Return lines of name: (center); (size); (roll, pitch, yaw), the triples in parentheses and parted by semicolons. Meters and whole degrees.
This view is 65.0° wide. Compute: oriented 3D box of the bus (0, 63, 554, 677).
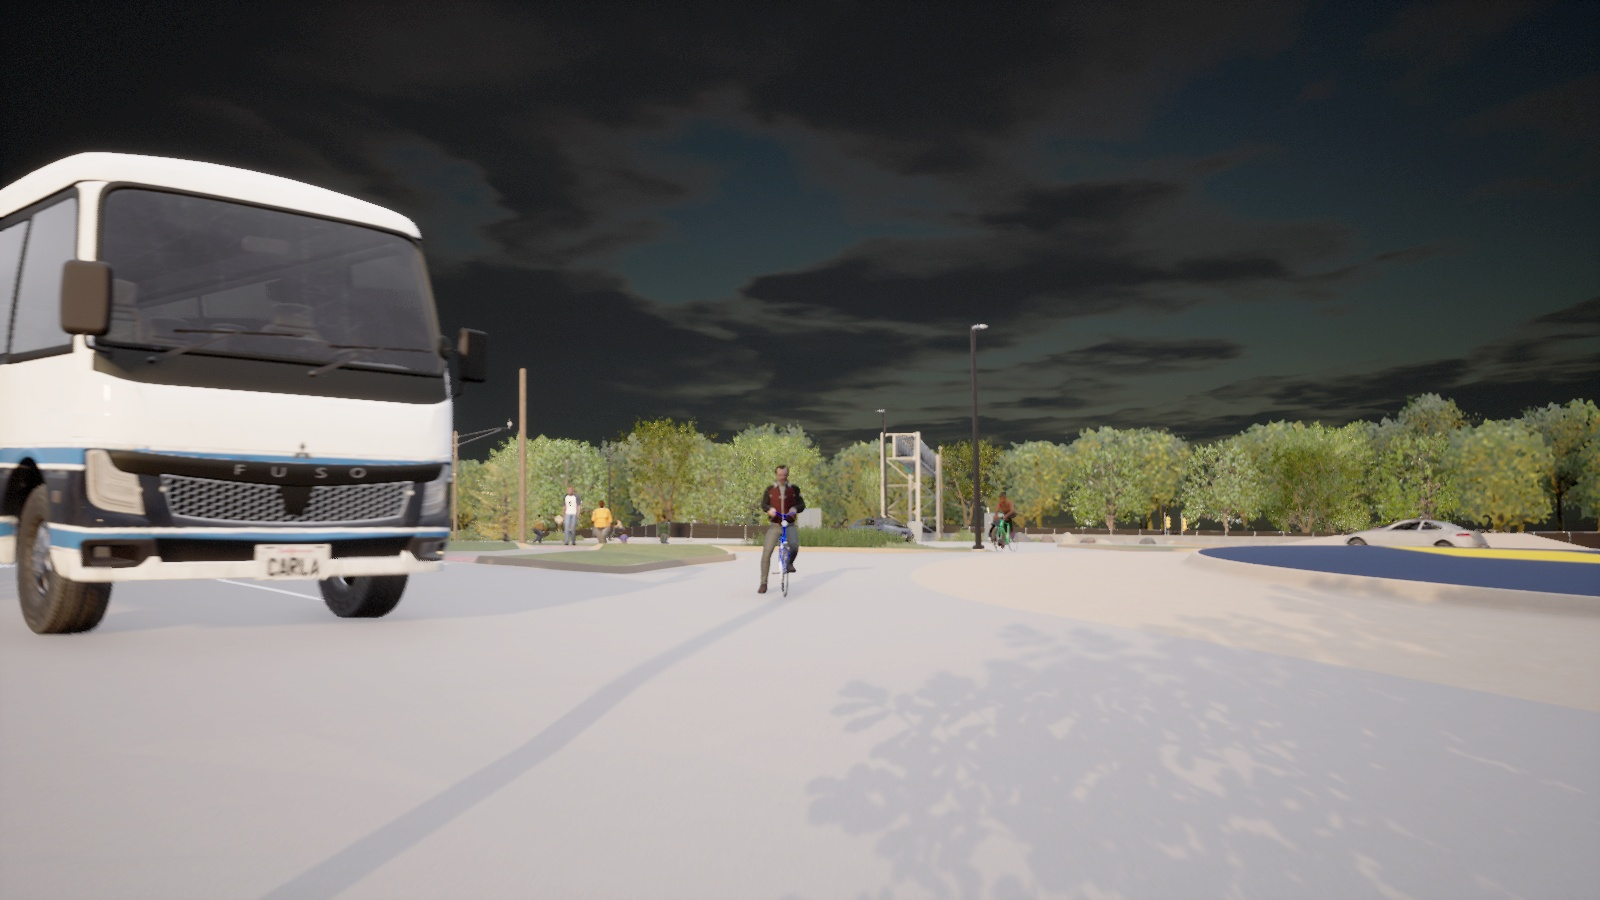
bus: (-7.371, -0.459, 13.664); (10.273, 4.253, 3.944); (-1, -3, 44)

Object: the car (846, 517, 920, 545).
car: (4.573, 4.471, 69.394); (1.816, 1.474, 4.193); (2, -4, -36)

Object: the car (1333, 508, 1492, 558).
car: (23.629, 3.189, 48.583); (2.152, 1.651, 5.027); (8, -6, -39)

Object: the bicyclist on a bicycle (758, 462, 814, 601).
bicyclist on a bicycle: (-0.215, 1.092, 17.041); (0.659, 1.776, 1.843); (-1, -3, -3)

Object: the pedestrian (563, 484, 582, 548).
pedestrian: (-6.685, 1.938, 36.883); (0.354, 1.836, 0.706); (-2, -4, 5)

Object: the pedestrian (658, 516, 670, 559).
pedestrian: (-5.943, 3.835, 54.965); (0.353, 1.847, 0.614); (-2, -4, 8)

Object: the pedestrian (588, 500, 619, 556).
pedestrian: (-6.661, 2.657, 42.560); (0.874, 1.855, 0.900); (-1, -4, 1)

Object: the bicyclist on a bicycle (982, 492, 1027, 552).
bicyclist on a bicycle: (5.635, 1.989, 34.594); (0.582, 1.620, 1.656); (-4, -5, 32)
